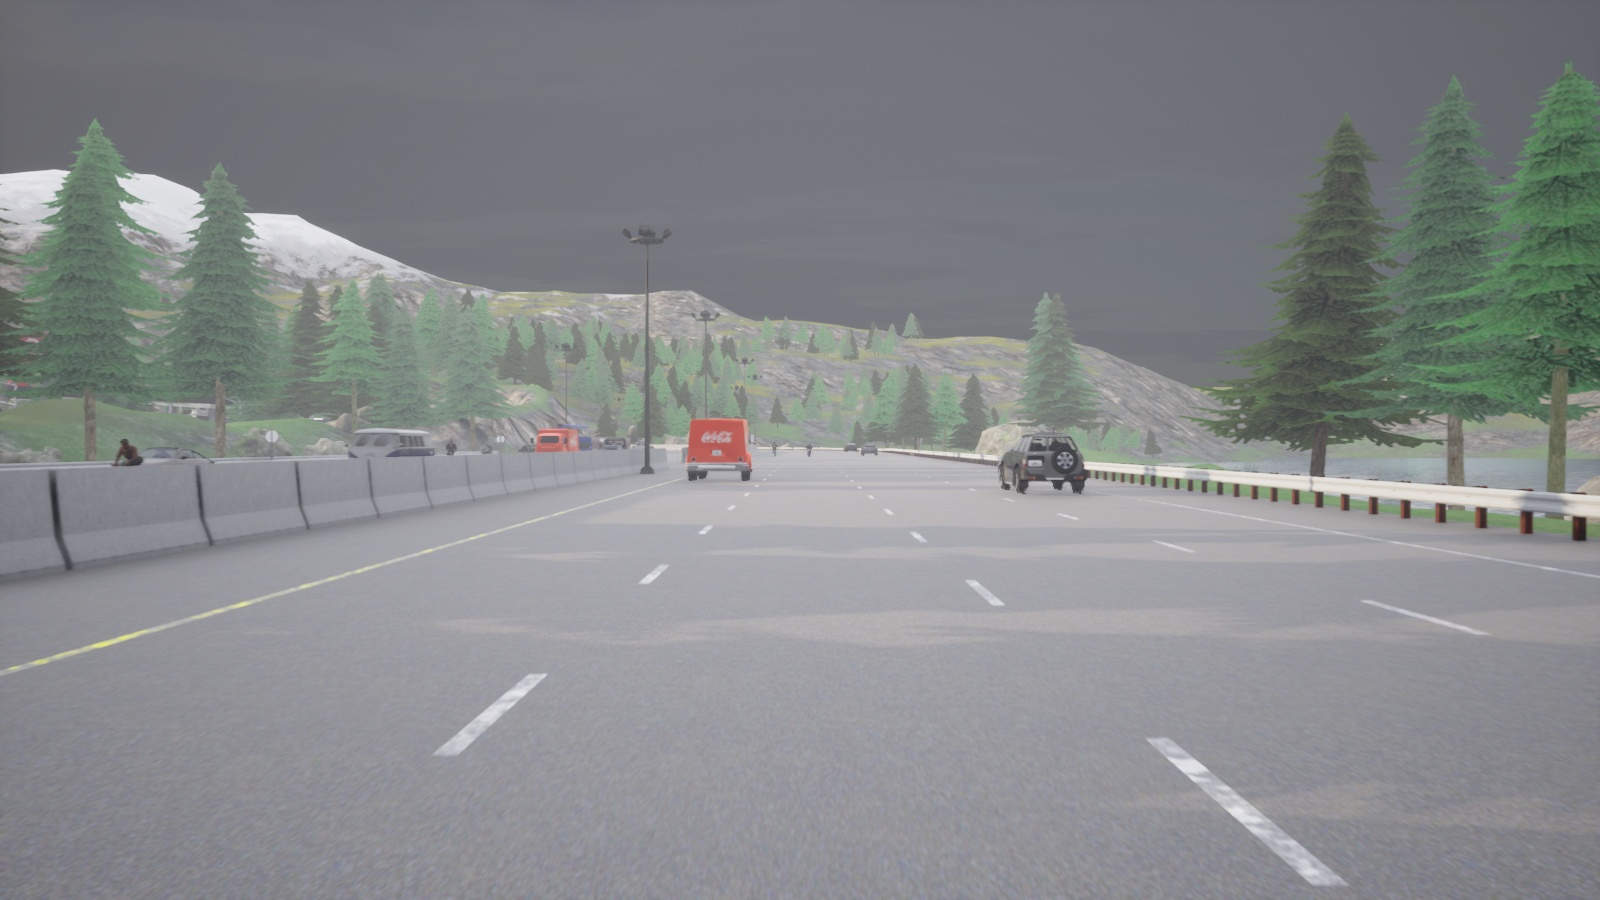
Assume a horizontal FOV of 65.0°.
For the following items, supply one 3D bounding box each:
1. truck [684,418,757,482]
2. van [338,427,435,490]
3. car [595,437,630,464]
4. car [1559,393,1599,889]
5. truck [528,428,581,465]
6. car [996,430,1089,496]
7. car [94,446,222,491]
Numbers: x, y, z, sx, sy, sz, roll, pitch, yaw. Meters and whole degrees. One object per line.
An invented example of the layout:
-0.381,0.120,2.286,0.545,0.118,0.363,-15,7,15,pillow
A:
-3.182,-0.029,51.333,2.627,2.467,5.204,0,1,0,truck
-13.754,0.252,42.038,1.775,1.987,4.442,0,0,0,van
-13.367,0.025,89.719,1.905,1.878,3.866,0,0,0,car
3.529,0.634,2.320,1.851,1.617,3.988,0,0,0,car
-16.891,-0.250,86.622,2.627,2.467,5.204,0,1,1,truck
7.222,0.355,37.887,1.932,1.855,4.605,0,0,0,car
-20.762,0.564,40.831,1.994,1.385,4.181,0,0,0,car
